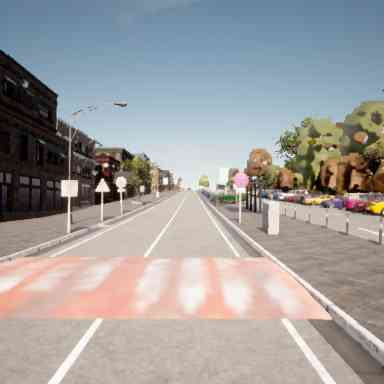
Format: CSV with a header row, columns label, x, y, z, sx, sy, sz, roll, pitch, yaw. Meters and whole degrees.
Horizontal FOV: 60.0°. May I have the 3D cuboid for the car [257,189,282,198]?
label,x,y,z,sx,sy,sz,roll,pitch,yaw
car,18.804,0.330,80.832,5.566,2.045,2.435,0,1,0

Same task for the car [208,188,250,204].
label,x,y,z,sx,sy,sz,roll,pitch,yaw
car,5.707,0.815,52.186,5.566,2.045,2.435,0,1,0

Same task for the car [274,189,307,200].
label,x,y,z,sx,sy,sz,roll,pitch,yaw
car,18.773,0.678,61.400,5.566,2.045,2.435,0,1,0

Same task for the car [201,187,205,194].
label,x,y,z,sx,sy,sz,roll,pitch,yaw
car,5.665,0.279,83.024,5.566,2.045,2.435,0,1,0

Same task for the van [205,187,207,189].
label,x,y,z,sx,sy,sz,roll,pitch,yaw
van,5.813,0.368,80.225,4.442,1.987,1.878,0,1,0

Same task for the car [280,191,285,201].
label,x,y,z,sx,sy,sz,roll,pitch,yaw
car,18.811,0.971,58.629,5.008,1.535,2.097,0,1,0

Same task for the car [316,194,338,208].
label,x,y,z,sx,sy,sz,roll,pitch,yaw
car,18.800,1.249,41.977,4.792,1.488,2.163,0,1,0

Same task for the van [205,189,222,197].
label,x,y,z,sx,sy,sz,roll,pitch,yaw
van,5.802,0.177,88.631,4.442,1.987,1.878,0,1,0

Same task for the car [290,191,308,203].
label,x,y,z,sx,sy,sz,roll,pitch,yaw
car,18.820,1.055,53.077,4.892,1.521,2.231,0,1,0

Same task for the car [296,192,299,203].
label,x,y,z,sx,sy,sz,roll,pitch,yaw
car,18.846,1.125,50.303,4.792,1.488,2.163,0,1,0

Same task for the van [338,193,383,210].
label,x,y,z,sx,sy,sz,roll,pitch,yaw
van,18.953,1.077,36.424,4.442,1.987,1.878,0,1,0

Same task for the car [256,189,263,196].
label,x,y,z,sx,sy,sz,roll,pitch,yaw
car,18.751,0.388,78.056,5.566,2.045,2.435,0,1,0

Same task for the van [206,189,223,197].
label,x,y,z,sx,sy,sz,roll,pitch,yaw
van,5.806,0.241,85.829,4.442,1.987,1.878,0,1,0

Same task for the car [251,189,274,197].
label,x,y,z,sx,sy,sz,roll,pitch,yaw
car,18.793,0.140,89.157,5.566,2.045,2.435,0,1,0

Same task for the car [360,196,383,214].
label,x,y,z,sx,sy,sz,roll,pitch,yaw
car,18.839,1.386,30.875,5.008,1.535,2.097,0,1,0

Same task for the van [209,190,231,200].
label,x,y,z,sx,sy,sz,roll,pitch,yaw
van,5.829,0.583,69.007,4.442,1.987,1.878,0,1,0

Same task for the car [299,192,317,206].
label,x,y,z,sx,sy,sz,roll,pitch,yaw
car,18.635,1.134,47.527,5.366,1.575,1.946,0,1,0

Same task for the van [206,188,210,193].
label,x,y,z,sx,sy,sz,roll,pitch,yaw
van,5.599,0.630,66.205,4.442,1.987,1.878,0,1,0

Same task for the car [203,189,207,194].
label,x,y,z,sx,sy,sz,roll,pitch,yaw
car,5.707,0.652,77.423,4.892,1.521,2.231,0,1,0

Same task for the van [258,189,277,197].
label,x,y,z,sx,sy,sz,roll,pitch,yaw
van,18.888,0.292,83.608,4.442,1.987,1.878,0,1,0

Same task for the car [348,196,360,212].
label,x,y,z,sx,sy,sz,roll,pitch,yaw
car,18.837,1.385,33.653,4.674,1.452,2.002,0,1,0

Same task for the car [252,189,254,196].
label,x,y,z,sx,sy,sz,roll,pitch,yaw
car,18.954,0.452,86.387,5.366,1.575,1.946,0,1,0

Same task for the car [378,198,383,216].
label,x,y,z,sx,sy,sz,roll,pitch,yaw
car,18.846,1.469,28.101,4.674,1.452,2.002,0,1,0

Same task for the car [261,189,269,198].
label,x,y,z,sx,sy,sz,roll,pitch,yaw
car,18.812,0.725,75.287,4.792,1.488,2.163,0,1,0

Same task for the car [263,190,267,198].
label,x,y,z,sx,sy,sz,roll,pitch,yaw
car,18.757,0.781,72.505,4.792,1.488,2.163,0,1,0

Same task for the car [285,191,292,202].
label,x,y,z,sx,sy,sz,roll,pitch,yaw
car,18.815,1.012,55.853,5.008,1.535,2.097,0,1,0

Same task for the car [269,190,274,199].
label,x,y,z,sx,sy,sz,roll,pitch,yaw
car,18.789,0.844,66.956,5.008,1.535,2.097,0,1,0

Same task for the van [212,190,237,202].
label,x,y,z,sx,sy,sz,roll,pitch,yaw
van,5.840,0.715,60.596,4.442,1.987,1.878,0,1,0

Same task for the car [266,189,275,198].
label,x,y,z,sx,sy,sz,roll,pitch,yaw
car,18.975,0.795,69.733,5.366,1.575,1.946,0,1,0
